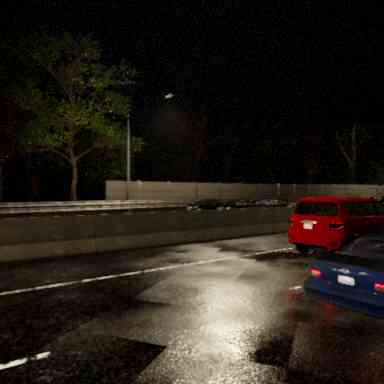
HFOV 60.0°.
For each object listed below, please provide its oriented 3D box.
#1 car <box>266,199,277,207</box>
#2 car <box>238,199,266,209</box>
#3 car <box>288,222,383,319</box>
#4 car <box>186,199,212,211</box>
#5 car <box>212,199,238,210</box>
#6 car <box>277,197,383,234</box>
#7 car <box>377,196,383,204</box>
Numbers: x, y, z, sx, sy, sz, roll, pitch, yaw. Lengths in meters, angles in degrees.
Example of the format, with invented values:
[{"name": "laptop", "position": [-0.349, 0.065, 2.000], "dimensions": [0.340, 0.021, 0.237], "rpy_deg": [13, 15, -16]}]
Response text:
[{"name": "car", "position": [8.945, 1.493, 27.573], "dimensions": [5.357, 1.411, 2.033], "rpy_deg": [0, 0, -35]}, {"name": "car", "position": [6.960, 1.436, 30.453], "dimensions": [4.902, 1.511, 2.128], "rpy_deg": [0, 0, -35]}, {"name": "car", "position": [4.639, 1.527, 7.058], "dimensions": [5.357, 1.411, 2.033], "rpy_deg": [0, 0, -35]}, {"name": "car", "position": [1.550, 1.474, 34.810], "dimensions": [4.674, 1.442, 1.812], "rpy_deg": [0, 0, -38]}, {"name": "car", "position": [4.688, 1.450, 33.131], "dimensions": [4.892, 1.490, 1.837], "rpy_deg": [0, 0, -35]}, {"name": "car", "position": [5.921, 1.191, 12.271], "dimensions": [5.566, 2.045, 2.150], "rpy_deg": [0, 0, -35]}, {"name": "car", "position": [35.238, 1.420, 59.109], "dimensions": [5.357, 1.411, 2.033], "rpy_deg": [0, 0, -36]}]
